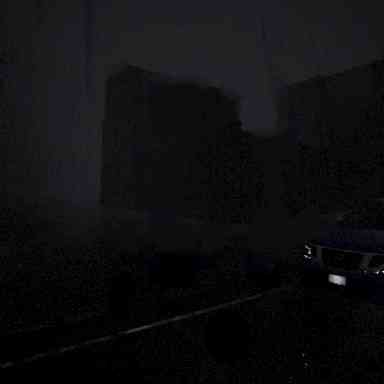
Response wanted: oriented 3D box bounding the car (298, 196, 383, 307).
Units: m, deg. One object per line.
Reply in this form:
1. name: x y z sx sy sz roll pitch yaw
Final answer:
1. car: 4.768 1.112 7.394 5.566 2.045 2.150 -2 1 -35
